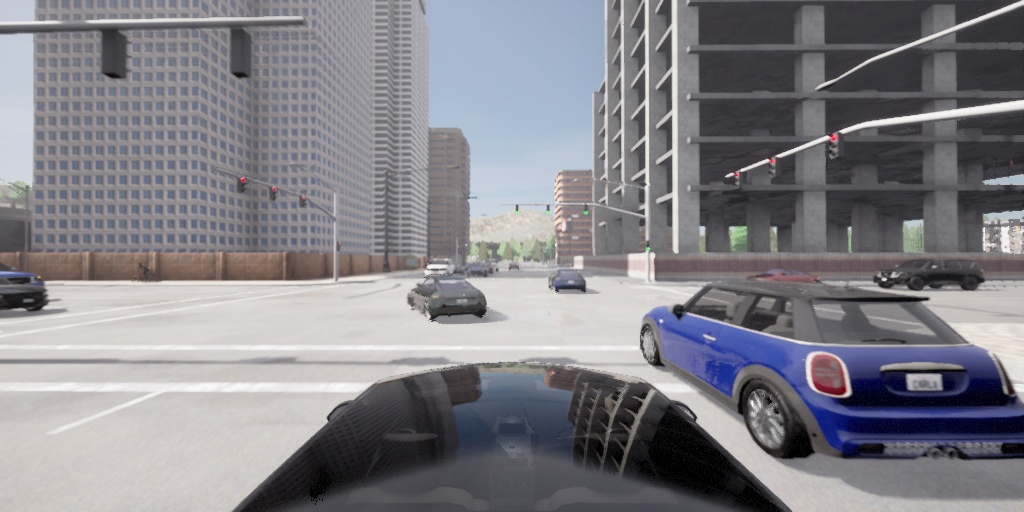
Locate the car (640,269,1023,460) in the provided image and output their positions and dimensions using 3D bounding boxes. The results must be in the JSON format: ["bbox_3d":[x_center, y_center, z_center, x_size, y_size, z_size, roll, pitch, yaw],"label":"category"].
[{"bbox_3d":[3.574,1.135,5.243,2.097,1.767,4.553,0,-1,0],"label":"car"}]

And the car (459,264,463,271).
[{"bbox_3d":[-7.120,1.727,46.071,1.994,1.385,4.181,0,-1,1],"label":"car"}]

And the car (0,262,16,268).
[{"bbox_3d":[-25.177,1.110,16.454,5.566,2.045,2.150,0,-1,0],"label":"car"}]

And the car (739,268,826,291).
[{"bbox_3d":[17.514,1.514,23.364,4.181,1.385,1.994,0,-1,0],"label":"car"}]

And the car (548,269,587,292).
[{"bbox_3d":[3.431,1.511,22.904,1.994,1.385,4.181,0,-1,0],"label":"car"}]

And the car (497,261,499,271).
[{"bbox_3d":[-3.341,1.502,58.754,2.150,2.045,5.566,0,-1,1],"label":"car"}]

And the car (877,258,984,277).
[{"bbox_3d":[26.979,1.170,23.304,5.566,2.045,2.150,0,-1,1],"label":"car"}]

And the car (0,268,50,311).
[{"bbox_3d":[-19.868,1.333,12.914,5.008,1.535,1.882,0,-1,1],"label":"car"}]

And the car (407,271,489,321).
[{"bbox_3d":[-2.504,1.421,13.218,1.994,1.385,4.181,1,-1,-27],"label":"car"}]

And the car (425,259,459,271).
[{"bbox_3d":[-7.260,1.297,36.655,2.150,2.045,5.566,0,-1,1],"label":"car"}]

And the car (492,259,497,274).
[{"bbox_3d":[-3.575,1.536,48.358,2.097,1.767,4.553,0,-1,1],"label":"car"}]

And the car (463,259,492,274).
[{"bbox_3d":[-3.718,1.454,39.613,2.097,1.767,4.553,0,-1,1],"label":"car"}]

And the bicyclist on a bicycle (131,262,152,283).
[{"bbox_3d":[-29.383,1.302,28.463,0.582,1.620,1.656,0,0,0],"label":"bicyclist on a bicycle"}]
